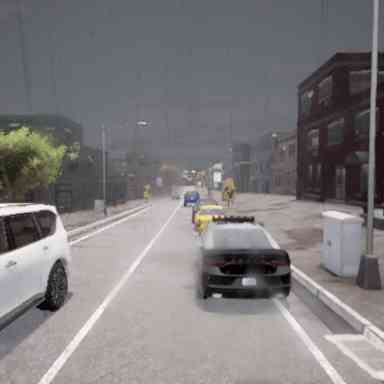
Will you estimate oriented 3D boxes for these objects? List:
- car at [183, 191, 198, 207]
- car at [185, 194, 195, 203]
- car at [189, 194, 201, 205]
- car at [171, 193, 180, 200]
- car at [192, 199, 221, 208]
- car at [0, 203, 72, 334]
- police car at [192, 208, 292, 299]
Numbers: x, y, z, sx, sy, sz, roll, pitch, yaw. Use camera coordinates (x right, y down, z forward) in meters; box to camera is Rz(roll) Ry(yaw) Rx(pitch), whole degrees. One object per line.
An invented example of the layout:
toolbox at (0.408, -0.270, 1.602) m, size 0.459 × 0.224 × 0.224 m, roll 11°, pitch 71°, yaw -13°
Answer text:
car at (0.010, 0.898, 45.726) m, size 2.150 × 2.045 × 5.566 m, roll 0°, pitch 1°, yaw 0°
car at (-0.351, 1.053, 59.227) m, size 1.812 × 1.442 × 4.674 m, roll 0°, pitch 1°, yaw 0°
car at (1.046, 1.272, 24.529) m, size 2.097 × 1.767 × 4.553 m, roll 0°, pitch 1°, yaw 0°
car at (-3.469, 0.927, 69.977) m, size 1.837 × 1.490 × 4.892 m, roll 0°, pitch 1°, yaw 0°
car at (1.048, 1.423, 18.746) m, size 1.801 × 1.575 × 5.366 m, roll 0°, pitch 0°, yaw 0°
car at (-3.601, 1.232, 4.829) m, size 2.150 × 2.045 × 5.566 m, roll 0°, pitch 0°, yaw 0°
police car at (1.049, 1.433, 8.662) m, size 1.930 × 1.638 × 5.238 m, roll 0°, pitch 0°, yaw 0°
